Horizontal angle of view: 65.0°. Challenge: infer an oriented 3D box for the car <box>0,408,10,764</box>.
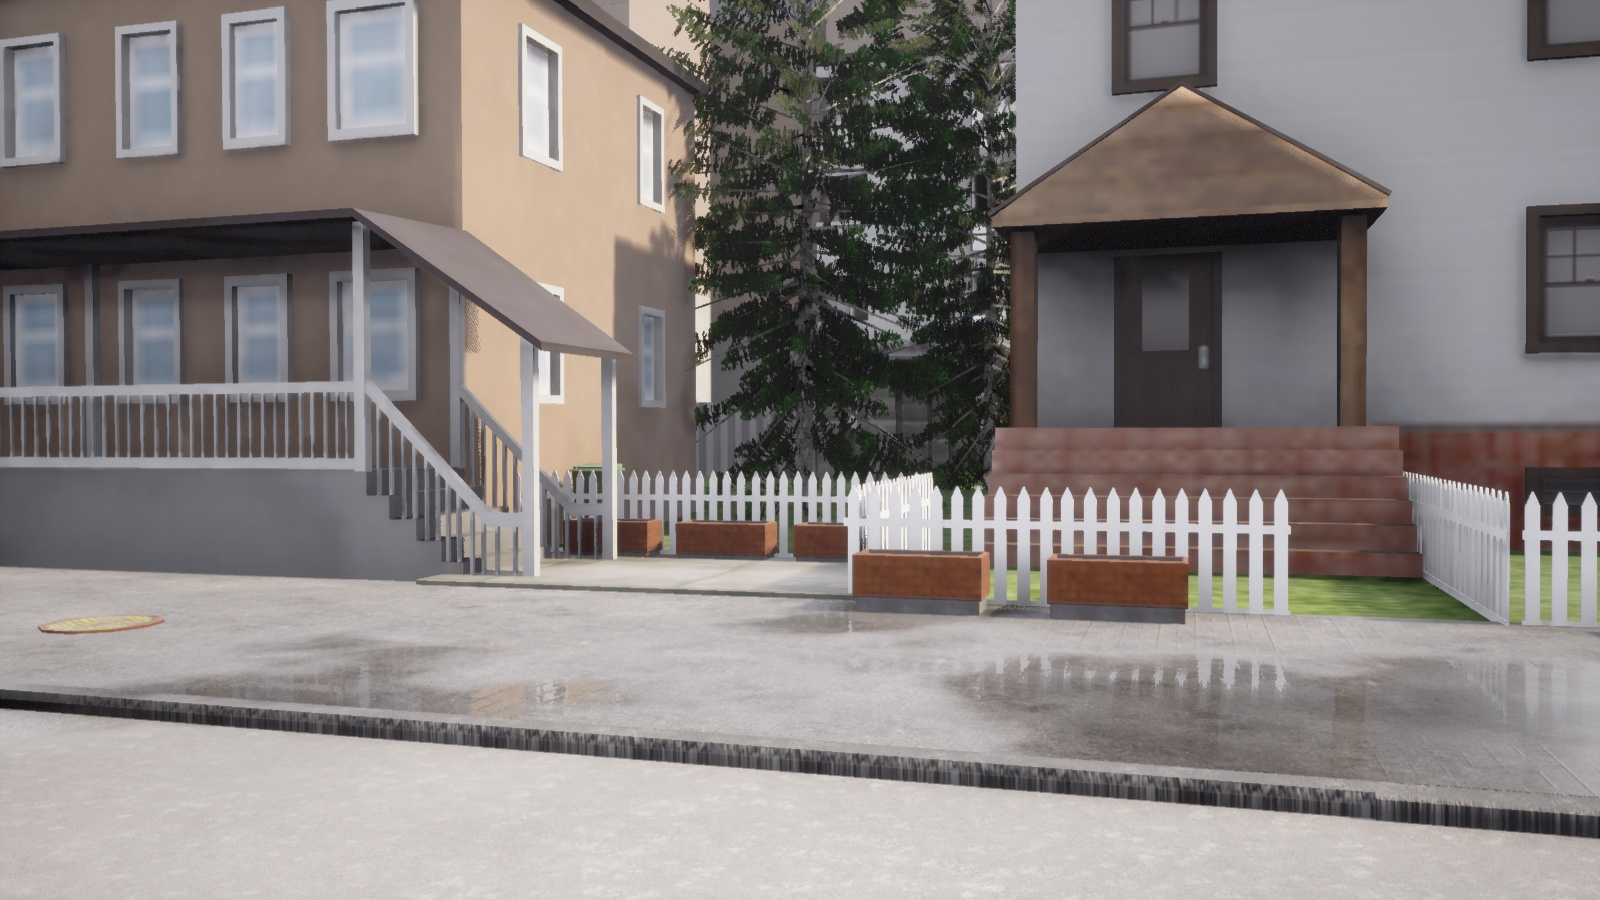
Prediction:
[{"bbox_3d":[-5.799,0.616,5.449,3.988,1.617,1.851,0,1,17],"label":"car"}]
